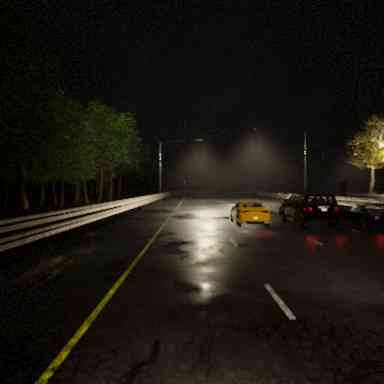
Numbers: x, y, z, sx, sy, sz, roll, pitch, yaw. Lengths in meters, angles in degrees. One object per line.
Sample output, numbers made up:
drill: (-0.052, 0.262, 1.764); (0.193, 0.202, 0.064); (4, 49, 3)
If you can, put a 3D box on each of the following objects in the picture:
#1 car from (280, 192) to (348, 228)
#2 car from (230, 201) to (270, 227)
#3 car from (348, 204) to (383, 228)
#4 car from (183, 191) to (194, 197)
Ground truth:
car: (7.096, 1.030, 20.525); (2.150, 2.045, 5.566); (0, 1, 0)
car: (3.598, 1.279, 21.267); (1.882, 1.535, 5.008); (0, 1, 0)
car: (10.595, 1.413, 20.245); (1.895, 1.301, 4.718); (0, 1, 0)
car: (-1.235, 0.434, 89.122); (2.097, 1.767, 4.553); (0, 0, 0)
